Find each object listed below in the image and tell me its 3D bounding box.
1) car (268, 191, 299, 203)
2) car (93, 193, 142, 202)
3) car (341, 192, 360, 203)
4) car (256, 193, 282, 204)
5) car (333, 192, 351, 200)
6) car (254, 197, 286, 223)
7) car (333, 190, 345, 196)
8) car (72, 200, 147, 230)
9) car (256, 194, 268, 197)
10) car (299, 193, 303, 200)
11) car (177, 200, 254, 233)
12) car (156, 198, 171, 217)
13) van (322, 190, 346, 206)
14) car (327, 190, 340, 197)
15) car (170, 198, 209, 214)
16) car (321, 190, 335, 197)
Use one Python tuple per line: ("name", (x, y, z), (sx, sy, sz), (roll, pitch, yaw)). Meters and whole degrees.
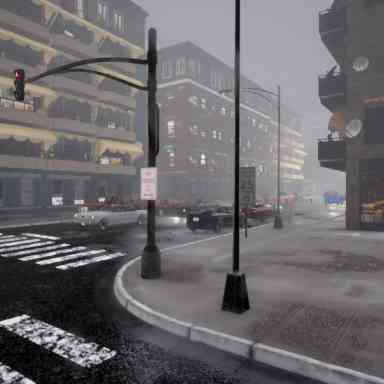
("car", (11.488, 0.718, 42.339), (2.097, 1.767, 4.553), (1, 1, 36))
("car", (-5.436, 1.031, 22.821), (2.192, 1.841, 5.009), (2, 2, 35))
("car", (23.831, 0.764, 49.863), (1.887, 1.381, 4.507), (2, 2, 35))
("car", (10.589, 0.881, 45.606), (1.947, 1.339, 4.313), (2, 2, 35))
("car", (25.871, 0.696, 57.282), (1.895, 1.301, 4.718), (1, 1, 35))
("car", (4.598, 1.283, 22.529), (1.802, 1.307, 4.206), (2, 2, 35))
("car", (36.233, 0.257, 82.053), (1.802, 1.307, 4.206), (2, 2, 35))
("car", (-4.565, 1.368, 19.578), (1.895, 1.301, 4.718), (1, 1, 35))
("car", (5.782, 1.013, 34.279), (1.837, 1.490, 4.892), (1, 1, 35))
("car", (17.000, 0.720, 54.718), (1.947, 1.339, 4.313), (2, 2, 35))
("car", (1.392, 1.348, 17.974), (1.947, 1.339, 4.313), (2, 2, 35))
("car", (-2.233, 1.181, 27.383), (1.887, 1.381, 4.507), (2, 2, 35))
("van", (17.422, 0.721, 40.748), (1.690, 1.788, 3.998), (2, 2, 35))
("car", (33.027, 0.337, 77.497), (1.802, 1.307, 4.206), (2, 2, 35))
("car", (0.529, 1.203, 26.843), (1.994, 1.385, 4.181), (1, 1, 34))
("car", (29.822, 0.379, 72.941), (1.887, 1.381, 4.507), (2, 2, 35))
